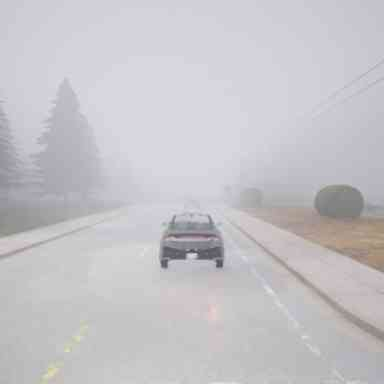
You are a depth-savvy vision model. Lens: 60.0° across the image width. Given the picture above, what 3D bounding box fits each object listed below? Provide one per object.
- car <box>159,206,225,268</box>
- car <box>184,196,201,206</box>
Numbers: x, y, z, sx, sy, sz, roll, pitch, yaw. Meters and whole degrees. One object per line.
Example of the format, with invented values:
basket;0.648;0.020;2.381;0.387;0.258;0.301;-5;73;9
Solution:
car;-0.002;1.450;11.088;2.128;1.511;4.902;0;0;0
car;0.047;1.301;42.537;1.837;1.490;4.892;0;0;0
